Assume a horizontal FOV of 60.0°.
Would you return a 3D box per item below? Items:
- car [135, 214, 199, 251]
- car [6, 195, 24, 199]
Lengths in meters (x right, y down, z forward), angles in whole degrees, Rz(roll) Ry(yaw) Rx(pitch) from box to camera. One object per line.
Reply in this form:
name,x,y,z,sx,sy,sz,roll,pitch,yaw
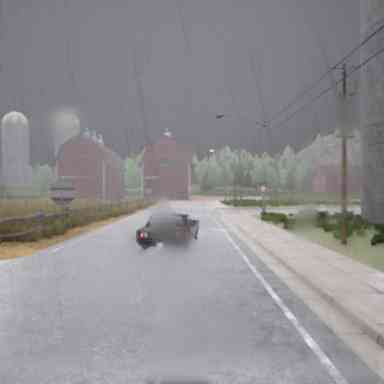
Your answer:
car,-0.824,1.568,14.013,1.895,1.301,4.718,0,0,7
car,-36.556,1.404,69.409,4.181,1.385,1.994,0,0,-3
